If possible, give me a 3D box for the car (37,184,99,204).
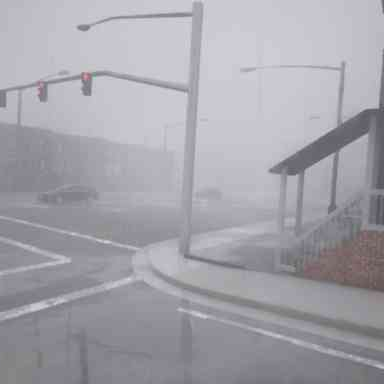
[{"bbox_3d":[-9.758,0.130,26.518,1.837,1.490,4.892,5,4,35],"label":"car"}]

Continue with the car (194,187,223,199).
[{"bbox_3d":[2.189,0.142,43.129,1.837,1.490,4.892,5,2,36],"label":"car"}]
